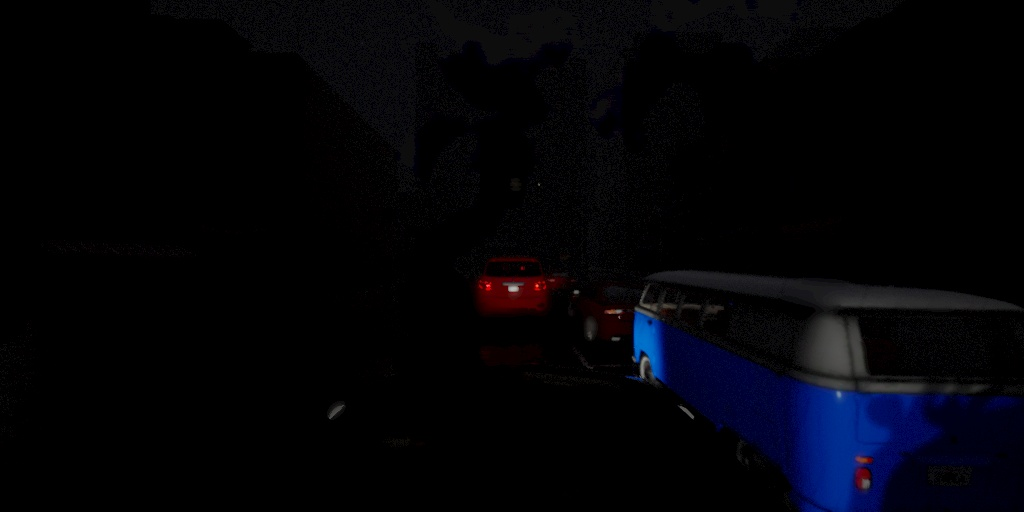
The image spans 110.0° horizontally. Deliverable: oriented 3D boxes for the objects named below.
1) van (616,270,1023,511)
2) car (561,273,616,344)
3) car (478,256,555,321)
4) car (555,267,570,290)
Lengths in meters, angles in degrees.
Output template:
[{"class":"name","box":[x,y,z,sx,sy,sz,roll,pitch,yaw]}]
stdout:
[{"class":"van","box":[2.637,1.096,4.015,1.690,1.789,3.998,0,0,0]},{"class":"car","box":[2.633,1.317,9.453,1.888,1.381,4.507,0,0,0]},{"class":"car","box":[0.054,1.007,12.716,2.150,2.045,5.566,0,0,0]},{"class":"car","box":[2.623,1.395,20.329,1.802,1.307,4.207,0,0,0]}]
